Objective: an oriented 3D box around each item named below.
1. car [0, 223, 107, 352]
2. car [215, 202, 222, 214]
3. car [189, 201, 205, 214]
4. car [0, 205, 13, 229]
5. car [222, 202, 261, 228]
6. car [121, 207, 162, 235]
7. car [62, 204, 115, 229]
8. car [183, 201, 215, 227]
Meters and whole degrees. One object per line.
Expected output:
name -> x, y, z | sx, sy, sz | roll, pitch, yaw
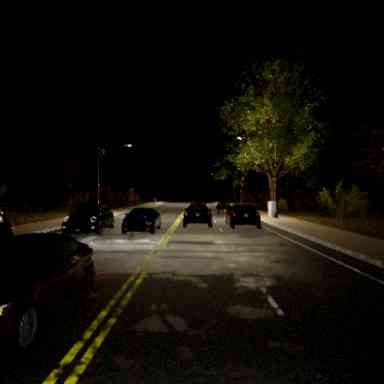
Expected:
car -> -3.253, 1.587, 6.409 | 1.812, 1.442, 4.674 | 0, 0, 1
car -> 3.909, 1.970, 41.438 | 1.837, 1.490, 4.892 | 0, -1, 1
car -> 0.669, 1.939, 42.245 | 1.882, 1.535, 5.008 | 0, -1, 1
car -> -6.478, 1.289, 7.845 | 2.150, 2.045, 5.566 | 0, -1, 1
car -> 3.678, 1.639, 24.496 | 2.097, 1.767, 4.553 | 0, -1, 1
car -> -3.035, 1.698, 20.755 | 1.882, 1.535, 5.008 | 0, -1, 1
car -> -6.288, 1.558, 20.643 | 2.097, 1.767, 4.553 | 0, -1, 1
car -> 0.428, 1.635, 25.296 | 2.097, 1.767, 4.553 | 0, -1, 1
